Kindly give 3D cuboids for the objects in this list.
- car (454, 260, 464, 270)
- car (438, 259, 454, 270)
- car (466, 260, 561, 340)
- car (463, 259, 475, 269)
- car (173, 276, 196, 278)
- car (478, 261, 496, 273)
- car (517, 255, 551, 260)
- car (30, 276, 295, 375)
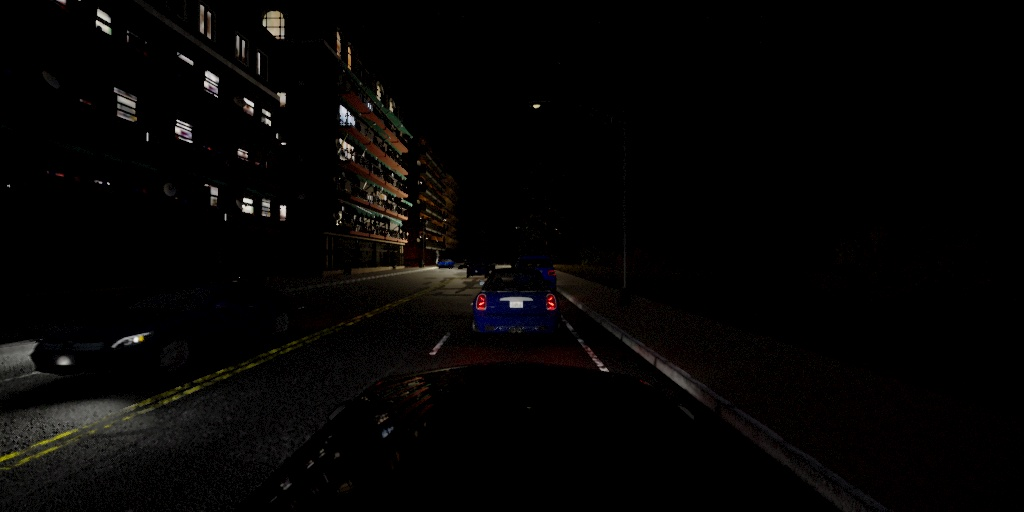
[{"bbox_3d":[-6.601,1.255,51.047,1.837,1.490,4.892,0,0,0],"label":"car"},{"bbox_3d":[-9.848,1.228,53.926,1.882,1.535,5.008,0,0,0],"label":"car"},{"bbox_3d":[0.096,1.103,10.136,2.097,1.767,4.553,0,0,0],"label":"car"},{"bbox_3d":[-3.154,1.230,34.187,1.882,1.535,5.008,0,0,0],"label":"car"},{"bbox_3d":[-9.853,1.315,10.980,1.994,1.385,4.181,0,0,0],"label":"car"},{"bbox_3d":[-3.151,1.315,45.651,1.994,1.385,4.181,0,0,0],"label":"car"},{"bbox_3d":[1.133,0.977,19.712,2.150,2.045,5.566,0,0,0],"label":"car"},{"bbox_3d":[-6.601,1.276,7.613,1.812,1.442,4.674,0,0,0],"label":"car"}]
